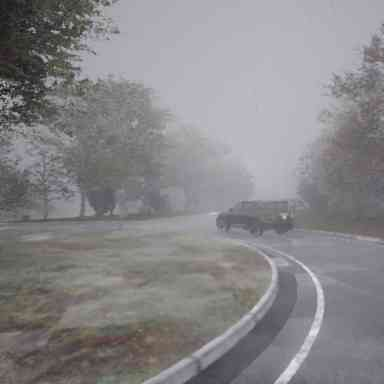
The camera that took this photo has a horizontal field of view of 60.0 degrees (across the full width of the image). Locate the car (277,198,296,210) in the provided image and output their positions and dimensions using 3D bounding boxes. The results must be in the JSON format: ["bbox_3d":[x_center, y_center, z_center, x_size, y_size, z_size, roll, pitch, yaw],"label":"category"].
[{"bbox_3d":[17.156,2.111,60.194,2.150,2.045,5.566,-1,-2,28],"label":"car"}]

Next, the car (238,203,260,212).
[{"bbox_3d":[8.994,2.447,52.182,1.895,1.301,4.718,-1,-1,27],"label":"car"}]

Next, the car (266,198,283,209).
[{"bbox_3d":[16.702,2.270,67.049,2.150,2.045,5.566,-1,-1,27],"label":"car"}]

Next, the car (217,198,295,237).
[{"bbox_3d":[3.776,1.560,20.768,2.150,2.045,5.566,1,-2,-30],"label":"car"}]
